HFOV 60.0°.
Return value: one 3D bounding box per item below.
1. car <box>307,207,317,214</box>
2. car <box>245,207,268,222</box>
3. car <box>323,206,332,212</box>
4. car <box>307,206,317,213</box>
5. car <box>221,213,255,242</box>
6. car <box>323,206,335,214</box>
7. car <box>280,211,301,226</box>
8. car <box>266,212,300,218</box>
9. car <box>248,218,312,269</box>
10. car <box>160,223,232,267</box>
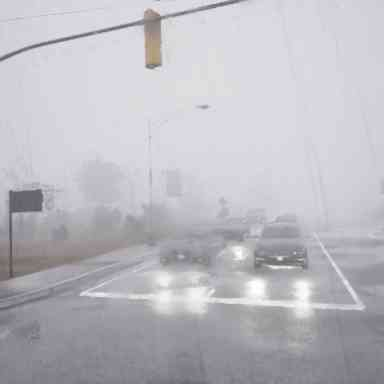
[{"bbox_3d":[26.126,4.093,72.251,1.994,1.385,4.181,-3,-3,19],"label":"car"},{"bbox_3d":[7.198,2.734,36.748,2.150,2.045,5.566,-3,-3,17],"label":"car"},{"bbox_3d":[32.759,4.086,80.390,1.882,1.535,5.008,-3,-3,20],"label":"car"},{"bbox_3d":[29.487,4.323,81.611,2.128,1.511,4.902,-3,-3,20],"label":"car"},{"bbox_3d":[2.843,2.473,22.663,1.882,1.535,5.008,-3,-3,17],"label":"car"},{"bbox_3d":[29.302,3.837,70.749,1.882,1.535,5.008,-3,-3,19],"label":"car"},{"bbox_3d":[11.037,2.950,37.218,2.033,1.411,5.357,-3,-3,17],"label":"car"},{"bbox_3d":[6.377,2.346,22.255,2.128,1.511,4.902,-3,-3,17],"label":"car"},{"bbox_3d":[3.604,2.030,13.298,1.837,1.490,4.892,-3,-3,17],"label":"car"},{"bbox_3d":[0.191,2.244,14.086,1.994,1.385,4.181,-3,-3,17],"label":"car"}]
